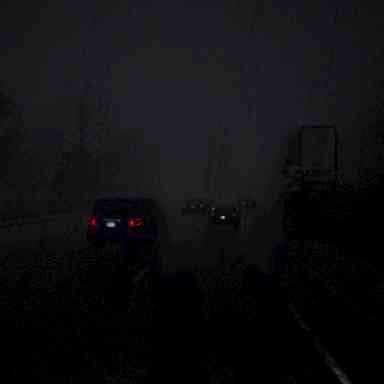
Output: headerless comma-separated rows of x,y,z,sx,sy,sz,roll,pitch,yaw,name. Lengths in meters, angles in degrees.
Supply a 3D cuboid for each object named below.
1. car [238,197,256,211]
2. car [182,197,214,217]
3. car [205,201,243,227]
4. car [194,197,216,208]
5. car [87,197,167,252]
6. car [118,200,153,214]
6.791,1.404,41.563,2.097,1.767,4.553,0,0,17,car
0.564,1.375,32.110,2.097,1.767,4.553,0,0,13,car
2.313,1.588,23.114,1.994,1.385,4.181,0,0,10,car
1.948,1.540,49.736,1.837,1.490,4.892,0,-1,20,car
-2.518,1.226,14.195,2.150,2.045,5.566,0,0,6,car
-5.973,1.602,35.841,1.895,1.301,4.718,0,0,14,car
